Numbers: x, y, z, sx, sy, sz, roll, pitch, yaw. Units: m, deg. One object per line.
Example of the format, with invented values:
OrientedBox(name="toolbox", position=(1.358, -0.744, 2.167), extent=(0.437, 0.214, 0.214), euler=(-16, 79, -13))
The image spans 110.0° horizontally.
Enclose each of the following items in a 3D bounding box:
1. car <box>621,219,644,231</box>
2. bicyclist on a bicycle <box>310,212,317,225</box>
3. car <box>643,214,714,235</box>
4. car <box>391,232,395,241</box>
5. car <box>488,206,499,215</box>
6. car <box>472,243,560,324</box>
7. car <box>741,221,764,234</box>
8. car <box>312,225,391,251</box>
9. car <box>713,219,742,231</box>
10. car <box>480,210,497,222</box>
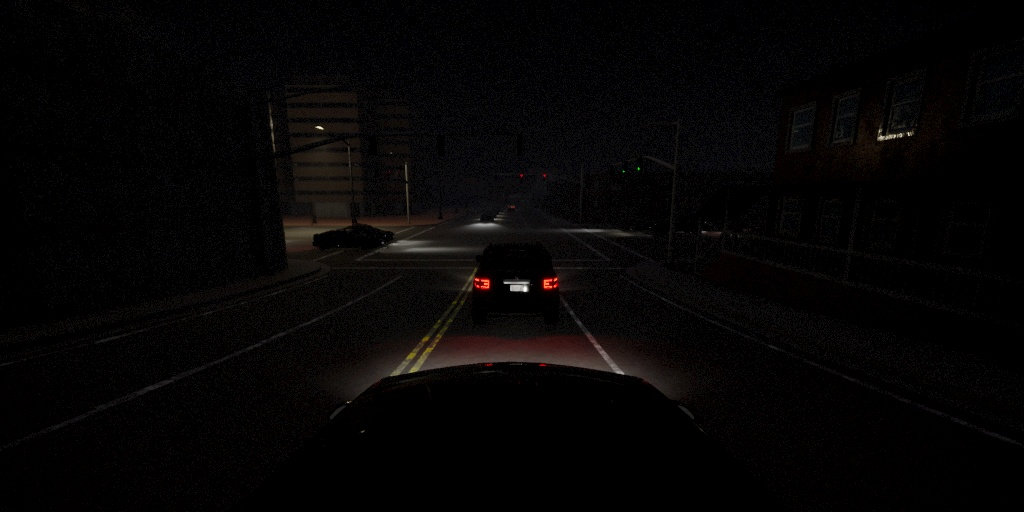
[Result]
OrientedBox(name="car", position=(14.762, -3.487, 40.158), extent=(4.718, 1.301, 1.895), euler=(0, 10, 0))
OrientedBox(name="bicyclist on a bicycle", position=(-25.367, -4.774, 45.826), extent=(0.582, 1.620, 1.656), euler=(0, 10, 0))
OrientedBox(name="car", position=(16.884, -3.269, 36.631), extent=(5.566, 2.045, 2.150), euler=(0, 10, 0))
OrientedBox(name="car", position=(-12.219, -1.795, 29.597), extent=(4.892, 1.490, 1.837), euler=(0, 10, 0))
OrientedBox(name="car", position=(-3.711, -7.436, 62.836), extent=(1.812, 1.442, 4.674), euler=(0, 10, 0))
OrientedBox(name="car", position=(0.065, 0.604, 10.710), extent=(2.150, 2.045, 5.566), euler=(0, 4, -1))
OrientedBox(name="car", position=(26.680, -2.963, 36.666), extent=(4.674, 1.442, 1.812), euler=(0, 10, 0))
OrientedBox(name="car", position=(-11.897, -1.221, 26.148), extent=(4.902, 1.511, 2.128), euler=(0, 10, 0))
OrientedBox(name="car", position=(23.841, -3.554, 40.115), extent=(4.674, 1.442, 1.812), euler=(0, 10, 0))
OrientedBox(name="car", position=(-3.715, -5.869, 54.089), extent=(1.895, 1.301, 4.718), euler=(0, 10, 0))
